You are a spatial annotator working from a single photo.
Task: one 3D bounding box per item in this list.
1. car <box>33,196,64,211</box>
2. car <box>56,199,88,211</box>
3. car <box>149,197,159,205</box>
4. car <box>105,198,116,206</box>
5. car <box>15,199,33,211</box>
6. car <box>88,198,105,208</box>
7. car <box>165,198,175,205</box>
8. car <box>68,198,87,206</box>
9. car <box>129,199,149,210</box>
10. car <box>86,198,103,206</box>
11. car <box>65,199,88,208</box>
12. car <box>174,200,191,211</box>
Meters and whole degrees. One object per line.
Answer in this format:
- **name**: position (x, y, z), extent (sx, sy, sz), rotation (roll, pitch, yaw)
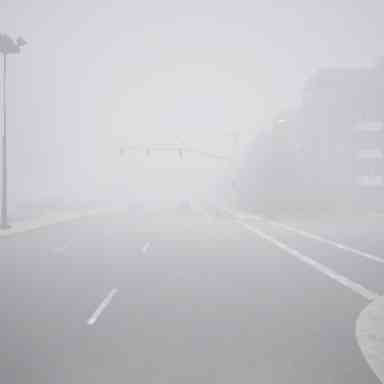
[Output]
- **car**: position (-19.769, 1.565, 46.994), extent (2.150, 2.045, 5.566), rotation (0, 0, 0)
- **car**: position (-16.272, 1.932, 45.369), extent (1.895, 1.301, 4.718), rotation (0, 0, 0)
- **car**: position (-8.180, 1.867, 70.504), extent (2.097, 1.767, 4.553), rotation (0, 0, 0)
- **car**: position (-16.239, 1.963, 64.795), extent (2.128, 1.511, 4.902), rotation (0, 0, 1)
- **car**: position (-23.261, 1.824, 47.430), extent (1.882, 1.535, 5.008), rotation (0, 0, 0)
- **car**: position (-16.289, 1.904, 54.679), extent (1.837, 1.490, 4.892), rotation (0, 0, 1)
- **car**: position (-4.704, 2.004, 72.332), extent (1.882, 1.535, 5.008), rotation (0, 0, 0)
- **car**: position (-23.221, 2.031, 67.457), extent (2.033, 1.411, 5.357), rotation (0, 0, 0)
- **car**: position (-8.117, 1.924, 49.434), extent (1.994, 1.385, 4.181), rotation (0, 0, 0)
- **car**: position (-19.721, 1.969, 67.408), extent (1.882, 1.535, 5.008), rotation (0, 0, 0)
- **car**: position (-19.770, 1.965, 57.240), extent (2.033, 1.411, 5.357), rotation (0, 0, 1)
- **car**: position (-1.112, 1.842, 46.271), extent (1.837, 1.490, 4.892), rotation (0, 0, 0)
